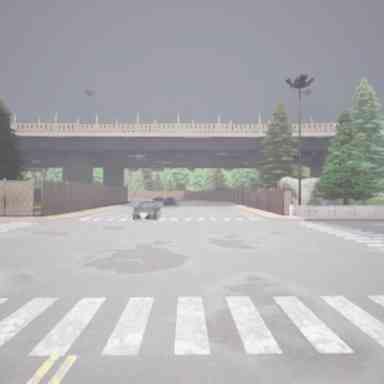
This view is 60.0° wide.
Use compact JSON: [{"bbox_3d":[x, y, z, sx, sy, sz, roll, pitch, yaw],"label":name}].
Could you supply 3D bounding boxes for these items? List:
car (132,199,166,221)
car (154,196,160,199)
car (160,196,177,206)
[{"bbox_3d":[-3.537,1.535,26.503,2.128,1.511,4.902,0,0,0],"label":"car"},{"bbox_3d":[-7.388,1.613,78.592,1.895,1.301,4.718,0,0,-28],"label":"car"},{"bbox_3d":[-3.492,1.535,53.698,1.882,1.535,5.008,0,1,3],"label":"car"}]
